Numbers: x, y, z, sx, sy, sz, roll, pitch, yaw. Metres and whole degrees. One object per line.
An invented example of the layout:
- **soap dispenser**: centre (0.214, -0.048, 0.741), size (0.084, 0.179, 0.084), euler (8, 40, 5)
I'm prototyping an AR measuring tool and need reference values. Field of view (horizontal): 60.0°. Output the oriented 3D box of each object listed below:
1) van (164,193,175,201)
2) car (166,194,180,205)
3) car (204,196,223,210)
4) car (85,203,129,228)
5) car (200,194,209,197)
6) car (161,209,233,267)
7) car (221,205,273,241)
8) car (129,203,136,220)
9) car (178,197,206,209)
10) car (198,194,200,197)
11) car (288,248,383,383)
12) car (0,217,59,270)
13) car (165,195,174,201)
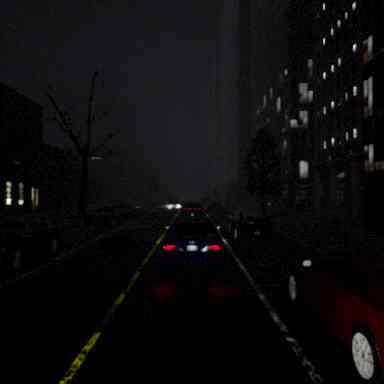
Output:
- **van**: centre (-5.686, 1.265, 78.594), size (1.690, 1.788, 3.998), euler (1, 0, 0)
- **car**: centre (-3.061, 1.542, 58.782), size (1.895, 1.301, 4.718), euler (0, 0, 1)
- **car**: centre (2.696, 1.504, 39.031), size (1.887, 1.381, 4.507), euler (1, 0, 0)
- **car**: centre (-5.750, 1.521, 22.156), size (1.887, 1.381, 4.507), euler (1, 0, 0)
- **car**: centre (2.992, 1.413, 64.984), size (1.882, 1.535, 5.008), euler (0, 0, 0)
- **car**: centre (0.024, 1.535, 11.377), size (2.033, 1.411, 5.357), euler (0, 0, 1)
- **car**: centre (2.802, 1.533, 16.456), size (2.008, 1.369, 4.403), euler (1, 0, 0)
- **car**: centre (-5.717, 1.553, 27.800), size (1.802, 1.307, 4.206), euler (1, 0, 0)
- **car**: centre (0.042, 1.476, 28.566), size (1.837, 1.490, 4.892), euler (0, 0, 0)
- **car**: centre (2.690, 1.350, 95.472), size (1.967, 1.590, 4.097), euler (1, 0, 0)
- **car**: centre (2.830, 1.539, 5.167), size (1.887, 1.381, 4.507), euler (1, 0, 0)
- **car**: centre (-5.810, 1.539, 10.867), size (2.008, 1.369, 4.403), euler (1, 0, 0)
- **car**: centre (-5.691, 1.501, 84.239), size (1.802, 1.307, 4.206), euler (1, 0, 0)
